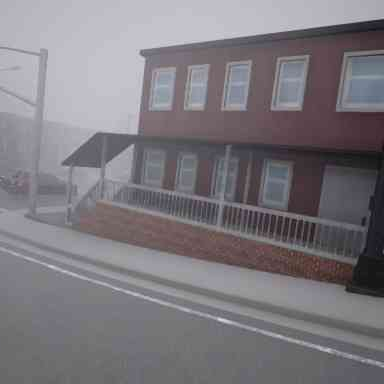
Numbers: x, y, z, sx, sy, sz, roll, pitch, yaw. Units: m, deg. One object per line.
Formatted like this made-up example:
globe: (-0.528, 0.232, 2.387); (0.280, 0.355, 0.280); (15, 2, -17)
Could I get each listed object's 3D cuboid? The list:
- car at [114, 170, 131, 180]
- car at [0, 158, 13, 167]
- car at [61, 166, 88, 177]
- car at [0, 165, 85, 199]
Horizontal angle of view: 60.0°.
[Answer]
car: (-9.189, -2.473, 48.574); (1.812, 1.442, 4.674); (10, 6, 35)
car: (-20.256, -2.657, 33.261); (2.097, 1.767, 4.553); (10, 6, 36)
car: (-14.959, -2.478, 40.600); (1.812, 1.442, 4.674); (10, 6, 36)
car: (-10.245, -0.580, 23.127); (2.097, 1.767, 4.553); (10, 6, 35)
